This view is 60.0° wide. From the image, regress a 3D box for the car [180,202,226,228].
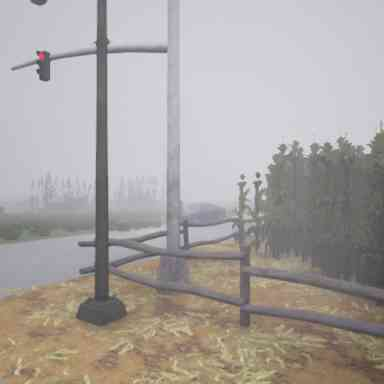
[{"bbox_3d":[0.462,1.469,22.739,1.882,1.535,5.008,0,0,35],"label":"car"}]
